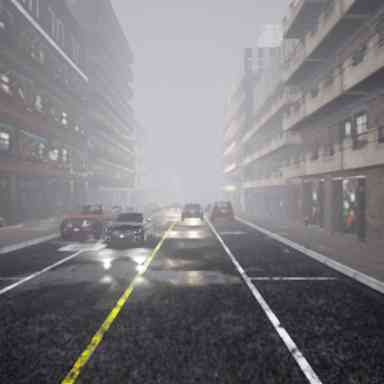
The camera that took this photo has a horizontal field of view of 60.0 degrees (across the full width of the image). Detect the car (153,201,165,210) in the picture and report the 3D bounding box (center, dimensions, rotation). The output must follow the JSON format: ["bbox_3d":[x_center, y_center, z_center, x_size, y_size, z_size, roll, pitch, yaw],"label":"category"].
[{"bbox_3d":[-5.758,2.337,58.412,1.752,1.417,4.829,-1,-1,0],"label":"car"}]

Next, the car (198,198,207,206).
[{"bbox_3d":[2.592,2.529,86.876,2.192,1.841,5.009,-1,-1,0],"label":"car"}]

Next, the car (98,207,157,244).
[{"bbox_3d":[-3.116,1.742,17.132,1.837,1.490,4.892,0,-1,0],"label":"car"}]

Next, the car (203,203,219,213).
[{"bbox_3d":[2.634,2.221,47.230,1.947,1.339,4.313,-1,-1,0],"label":"car"}]

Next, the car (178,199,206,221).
[{"bbox_3d":[0.052,1.794,31.893,2.097,1.767,4.553,0,-1,0],"label":"car"}]

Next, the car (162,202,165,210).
[{"bbox_3d":[-5.752,2.258,52.749,1.752,1.417,4.829,-1,-1,0],"label":"car"}]

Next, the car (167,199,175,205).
[{"bbox_3d":[-5.791,2.819,92.392,1.752,1.417,4.829,-1,-1,0],"label":"car"}]

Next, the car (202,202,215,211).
[{"bbox_3d":[2.629,2.316,52.893,1.802,1.307,4.206,-1,-1,0],"label":"car"}]

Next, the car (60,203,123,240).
[{"bbox_3d":[-5.721,1.578,18.941,2.192,1.841,5.009,-1,-1,0],"label":"car"}]

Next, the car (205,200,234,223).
[{"bbox_3d":[2.647,1.733,30.244,2.192,1.841,5.009,-1,-1,0],"label":"car"}]

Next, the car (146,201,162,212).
[{"bbox_3d":[-5.746,2.179,47.085,1.752,1.417,4.829,-1,-1,0],"label":"car"}]

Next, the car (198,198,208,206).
[{"bbox_3d":[2.597,2.448,81.213,2.192,1.841,5.009,-1,-1,0],"label":"car"}]

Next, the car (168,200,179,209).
[{"bbox_3d":[-3.065,2.457,63.949,1.994,1.385,4.181,0,-1,0],"label":"car"}]

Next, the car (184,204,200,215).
[{"bbox_3d":[0.036,2.192,42.632,1.895,1.301,4.718,0,-1,0],"label":"car"}]
